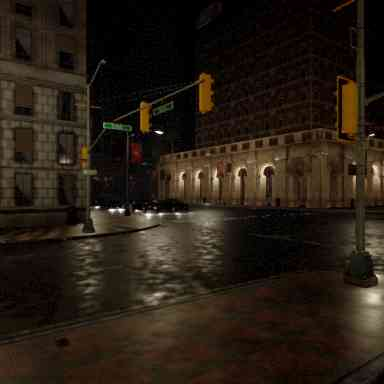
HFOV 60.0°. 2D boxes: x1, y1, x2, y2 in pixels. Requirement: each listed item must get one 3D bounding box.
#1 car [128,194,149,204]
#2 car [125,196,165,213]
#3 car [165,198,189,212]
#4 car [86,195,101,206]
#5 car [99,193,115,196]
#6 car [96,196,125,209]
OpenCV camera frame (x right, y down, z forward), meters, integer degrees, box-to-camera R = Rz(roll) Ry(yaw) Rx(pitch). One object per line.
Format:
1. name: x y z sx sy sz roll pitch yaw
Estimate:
1. car: -9.982 1.352 62.357 2.097 1.767 4.553 0 0 -35
2. car: -5.318 1.505 37.467 1.837 1.490 4.892 0 0 -36
3. car: -2.273 1.478 39.231 1.882 1.535 5.008 0 0 -36
4. car: -16.990 1.478 53.987 1.882 1.535 5.008 0 0 -35
5. car: -14.117 1.221 56.016 2.150 2.045 5.566 0 0 -35
6. car: -11.124 1.564 45.597 1.994 1.385 4.181 0 0 -35
